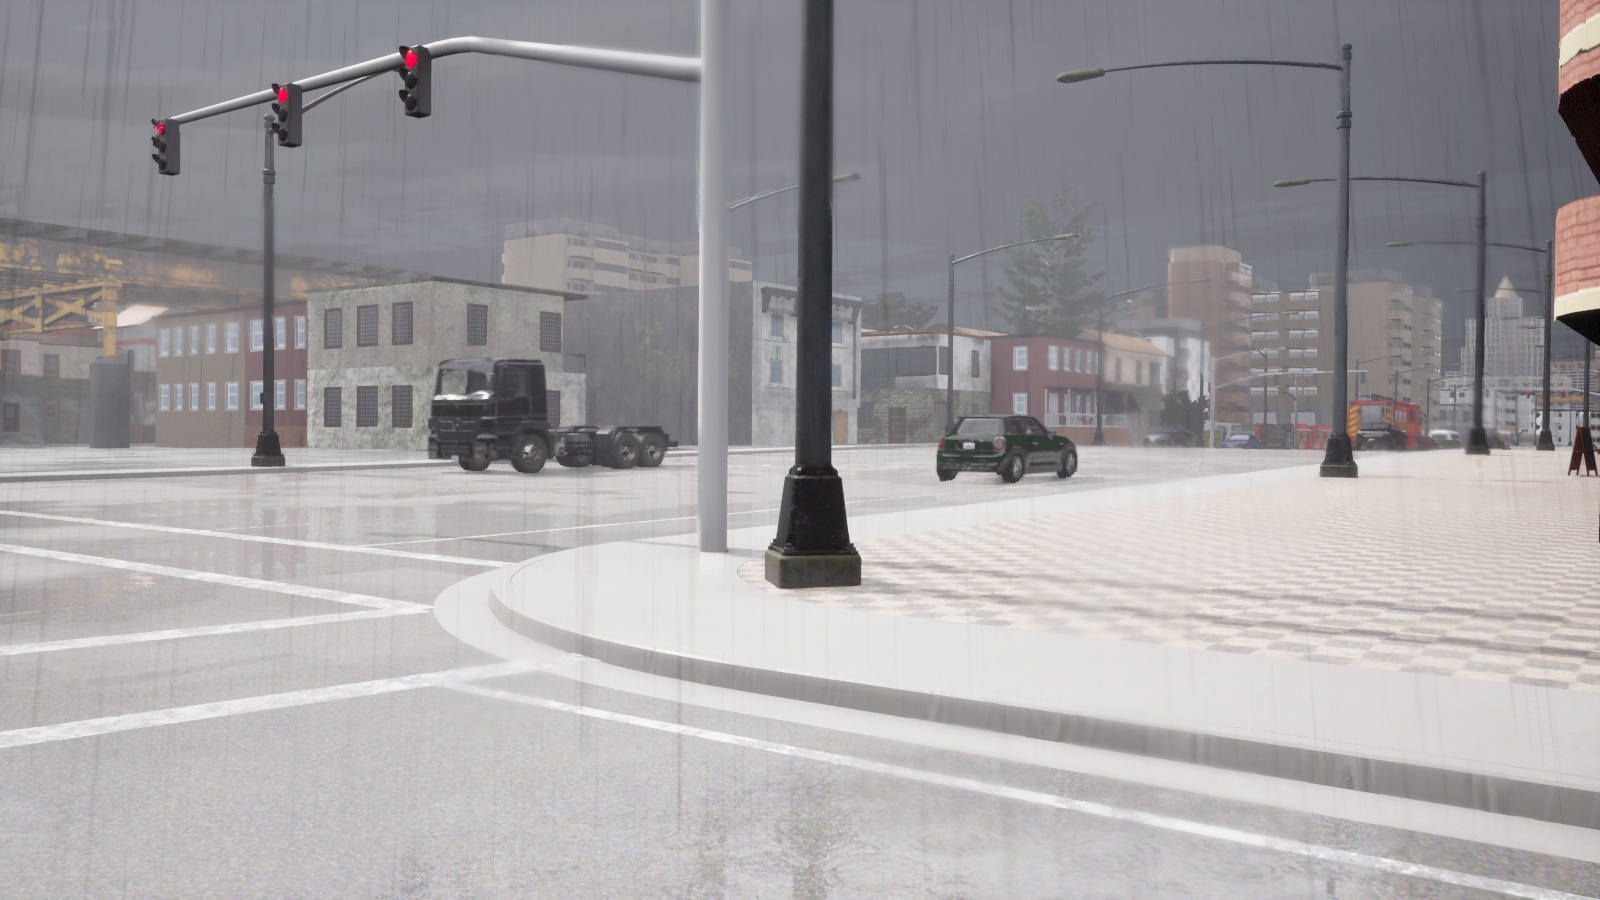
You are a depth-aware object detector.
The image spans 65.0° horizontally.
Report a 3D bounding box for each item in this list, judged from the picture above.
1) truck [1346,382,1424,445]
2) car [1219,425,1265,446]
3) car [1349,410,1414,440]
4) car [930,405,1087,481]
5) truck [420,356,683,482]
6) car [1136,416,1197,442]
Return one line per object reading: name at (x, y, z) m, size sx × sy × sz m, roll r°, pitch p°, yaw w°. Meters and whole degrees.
truck at (38.290, -2.275, 82.023) m, size 2.891 × 3.827 × 8.468 m, roll 0°, pitch -1°, yaw 37°
car at (32.152, -1.059, 91.340) m, size 1.812 × 1.442 × 4.674 m, roll 0°, pitch 0°, yaw 37°
car at (30.537, -1.273, 65.825) m, size 2.128 × 1.511 × 4.902 m, roll 0°, pitch 0°, yaw 37°
car at (5.426, -0.226, 32.292) m, size 2.097 × 1.767 × 4.553 m, roll 0°, pitch 2°, yaw 37°
truck at (-7.378, -0.991, 38.551) m, size 2.891 × 3.462 × 7.936 m, roll 0°, pitch 2°, yaw 37°
car at (23.235, -1.283, 79.431) m, size 2.128 × 1.511 × 4.902 m, roll 0°, pitch 0°, yaw 37°
